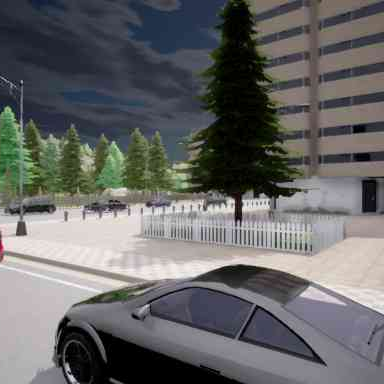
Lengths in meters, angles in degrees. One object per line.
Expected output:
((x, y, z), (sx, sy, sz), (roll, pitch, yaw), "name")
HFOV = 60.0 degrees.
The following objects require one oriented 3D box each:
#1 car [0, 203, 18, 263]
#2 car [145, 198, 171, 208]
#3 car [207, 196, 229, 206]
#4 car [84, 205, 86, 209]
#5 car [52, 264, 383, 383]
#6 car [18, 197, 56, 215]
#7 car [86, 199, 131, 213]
((-7.370, 1.221, 9.189), (5.566, 2.045, 2.150), (0, 0, 36), "car")
((-4.989, 1.564, 49.395), (1.994, 1.385, 4.181), (0, 0, 36), "car")
((4.414, 1.504, 56.260), (1.837, 1.490, 4.892), (0, 0, 35), "car")
((-10.675, 1.547, 41.422), (2.033, 1.411, 5.357), (0, 0, 35), "car")
((0.322, 1.564, 3.761), (4.181, 1.385, 1.994), (0, 0, 35), "car")
((-16.248, 1.352, 33.583), (2.097, 1.767, 4.553), (0, 0, 35), "car")
((-9.034, 1.505, 37.347), (1.837, 1.490, 4.892), (0, 0, 35), "car")
